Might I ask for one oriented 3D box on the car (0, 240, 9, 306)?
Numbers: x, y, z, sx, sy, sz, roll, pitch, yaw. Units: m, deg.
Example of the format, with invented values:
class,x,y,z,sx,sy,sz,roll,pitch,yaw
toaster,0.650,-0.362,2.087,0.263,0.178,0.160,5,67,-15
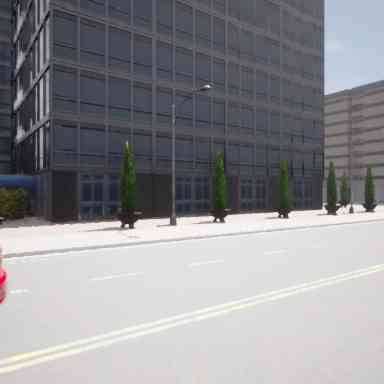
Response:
class,x,y,z,sx,sy,sz,roll,pitch,yaw
car,-5.559,1.219,4.333,5.566,2.045,2.150,0,0,-36
